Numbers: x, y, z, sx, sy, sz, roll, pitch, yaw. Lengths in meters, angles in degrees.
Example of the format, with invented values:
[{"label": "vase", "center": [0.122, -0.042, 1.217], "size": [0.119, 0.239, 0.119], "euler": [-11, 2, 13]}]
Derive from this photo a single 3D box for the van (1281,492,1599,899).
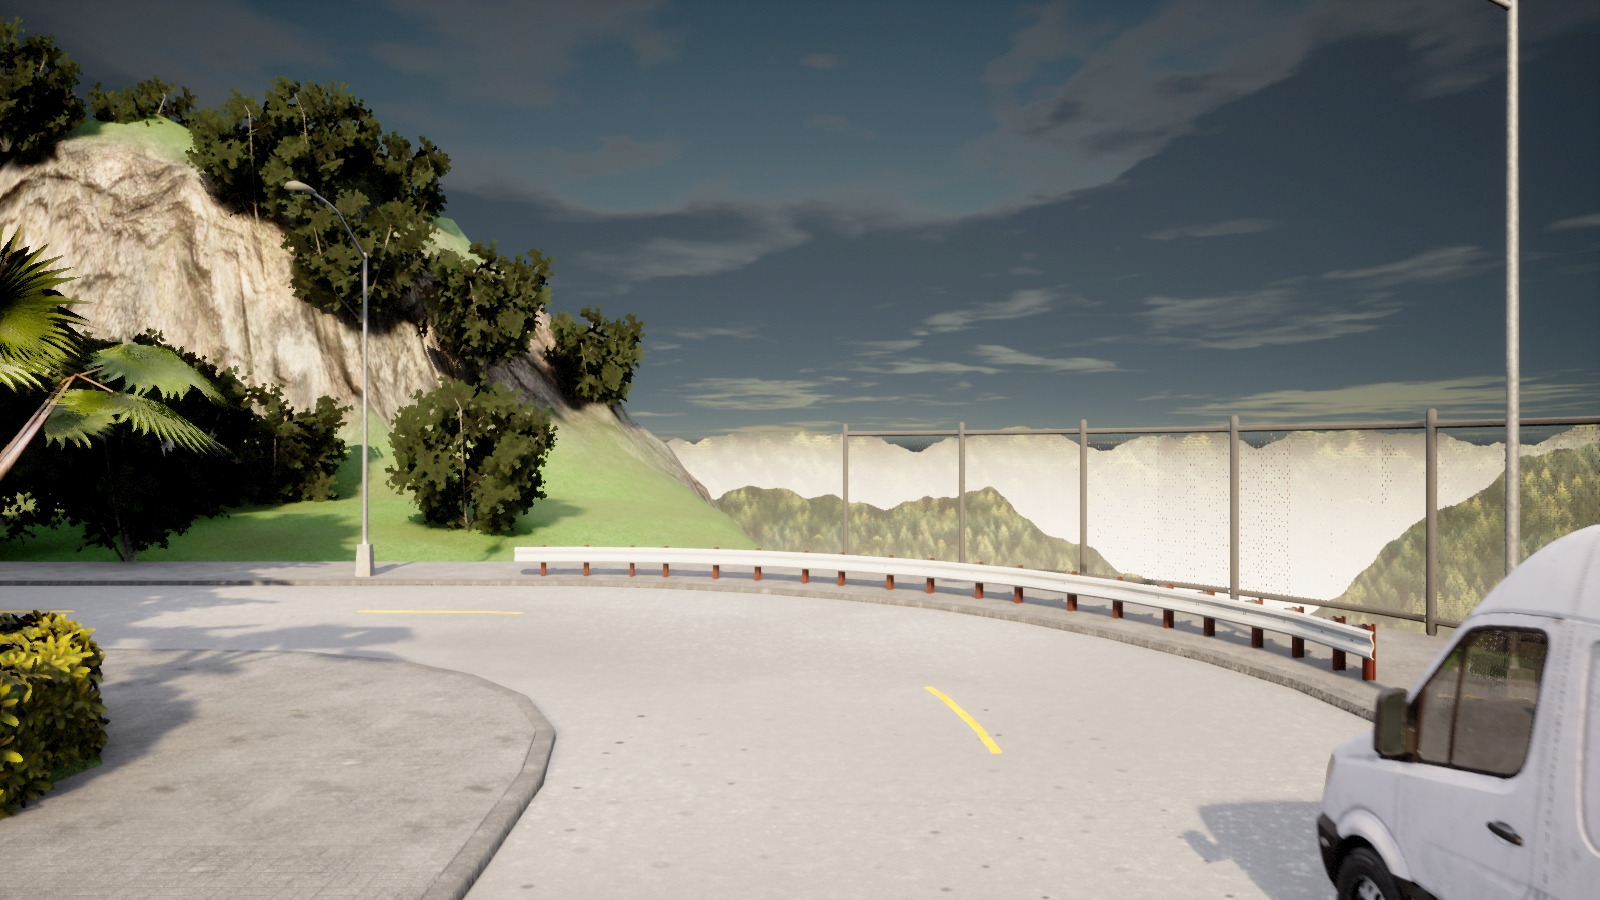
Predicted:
[{"label": "van", "center": [3.942, 1.534, 4.006], "size": [1.988, 2.561, 5.915], "euler": [0, 0, 0]}]
